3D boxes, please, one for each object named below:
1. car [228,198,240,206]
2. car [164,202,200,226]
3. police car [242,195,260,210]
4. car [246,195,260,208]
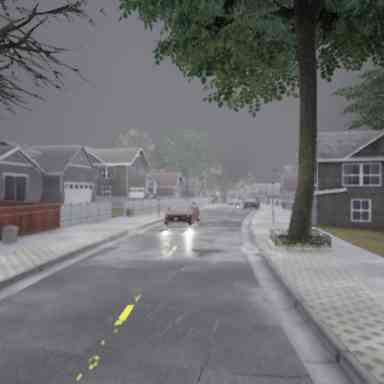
[{"bbox_3d":[8.131,1.961,63.617,1.812,1.442,4.674,0,-1,12],"label":"car"},{"bbox_3d":[-0.609,1.460,23.769,1.882,1.535,5.008,0,0,10],"label":"car"},{"bbox_3d":[8.493,1.645,47.977,1.930,1.638,5.238,0,-1,13],"label":"police car"},{"bbox_3d":[10.625,1.594,57.722,2.150,2.045,5.566,0,-1,12],"label":"car"}]
